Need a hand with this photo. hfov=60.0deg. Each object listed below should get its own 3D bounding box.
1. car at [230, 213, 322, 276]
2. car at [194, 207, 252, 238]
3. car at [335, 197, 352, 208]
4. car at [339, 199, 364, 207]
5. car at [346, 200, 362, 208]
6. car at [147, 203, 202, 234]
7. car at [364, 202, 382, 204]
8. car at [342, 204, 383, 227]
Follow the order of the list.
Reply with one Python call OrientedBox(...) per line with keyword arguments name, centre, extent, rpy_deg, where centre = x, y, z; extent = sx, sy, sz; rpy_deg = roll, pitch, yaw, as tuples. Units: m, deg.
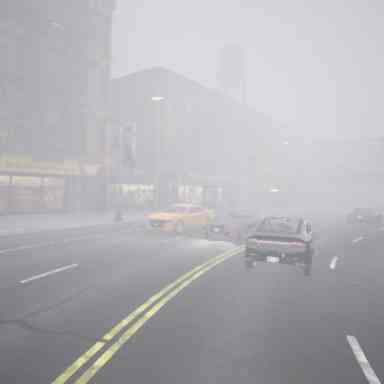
OrientedBox(name="car", centre=(3.056, 1.558, 10.834), extent=(2.128, 1.511, 4.902), rpy_deg=(1, 0, 23))
OrientedBox(name="car", centre=(2.211, 1.597, 17.028), extent=(1.994, 1.385, 4.181), rpy_deg=(2, 0, 32))
OrientedBox(name="car", centre=(28.062, 1.902, 61.130), extent=(2.435, 2.045, 5.566), rpy_deg=(2, 0, 38))
OrientedBox(name="car", centre=(25.283, 2.174, 52.740), extent=(1.994, 1.385, 4.181), rpy_deg=(2, 0, 39))
OrientedBox(name="car", centre=(32.584, 2.384, 66.974), extent=(1.895, 1.301, 4.718), rpy_deg=(2, 0, 38))
OrientedBox(name="car", centre=(-0.540, 1.431, 19.195), extent=(1.882, 1.535, 5.008), rpy_deg=(1, 0, 32))
OrientedBox(name="car", centre=(28.104, 2.255, 50.668), extent=(1.994, 1.385, 4.181), rpy_deg=(2, 0, 39))
OrientedBox(name="car", centre=(13.763, 1.900, 26.426), extent=(1.994, 1.385, 4.181), rpy_deg=(2, 0, 38))
